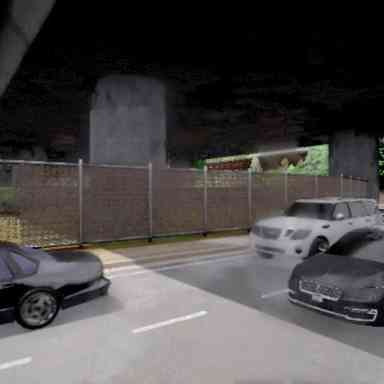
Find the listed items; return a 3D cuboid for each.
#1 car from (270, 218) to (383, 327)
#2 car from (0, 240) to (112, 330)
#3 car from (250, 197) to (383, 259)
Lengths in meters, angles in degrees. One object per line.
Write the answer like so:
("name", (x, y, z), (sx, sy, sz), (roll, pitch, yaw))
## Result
("car", (4.032, 1.501, 6.895), (4.892, 1.490, 1.837), (0, 0, -36))
("car", (-4.089, 1.549, 5.374), (5.357, 1.411, 2.033), (0, 0, -35))
("car", (4.534, 1.216, 11.541), (5.566, 2.045, 2.150), (0, 0, -35))
